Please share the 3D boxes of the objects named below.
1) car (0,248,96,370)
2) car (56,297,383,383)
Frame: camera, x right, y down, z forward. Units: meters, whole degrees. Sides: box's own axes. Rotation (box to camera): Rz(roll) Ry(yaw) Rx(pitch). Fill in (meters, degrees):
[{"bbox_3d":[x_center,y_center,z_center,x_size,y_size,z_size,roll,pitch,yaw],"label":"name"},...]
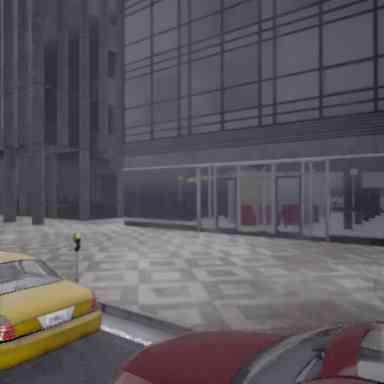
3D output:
[{"bbox_3d":[-3.570,1.540,5.508,4.829,1.417,1.752,0,0,35],"label":"car"},{"bbox_3d":[1.191,1.582,2.112,4.206,1.307,1.802,0,0,35],"label":"car"}]
